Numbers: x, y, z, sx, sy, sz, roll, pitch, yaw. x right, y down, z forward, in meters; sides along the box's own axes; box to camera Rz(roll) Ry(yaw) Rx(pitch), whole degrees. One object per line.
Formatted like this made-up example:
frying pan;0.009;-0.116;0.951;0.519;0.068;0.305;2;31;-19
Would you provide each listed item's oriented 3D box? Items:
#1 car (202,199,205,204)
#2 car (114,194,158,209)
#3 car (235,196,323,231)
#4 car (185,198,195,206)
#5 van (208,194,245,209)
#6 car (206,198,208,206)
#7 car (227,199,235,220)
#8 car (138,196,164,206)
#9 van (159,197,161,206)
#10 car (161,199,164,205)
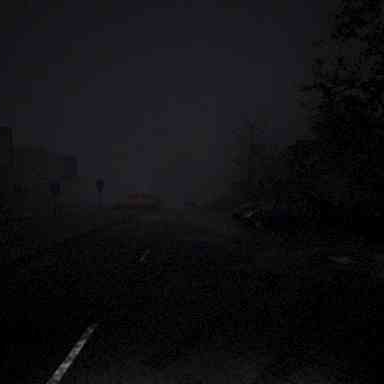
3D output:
car;4.637;1.516;60.089;5.566;2.045;2.435;0;-1;-1
car;-7.607;1.441;43.982;5.366;1.575;1.946;0;-1;-1
car;5.098;1.274;19.490;4.553;1.767;2.185;0;0;0
car;-0.347;1.754;57.021;2.033;1.411;5.357;0;-1;0
van;4.735;1.218;43.456;4.442;1.987;1.878;0;-1;-1
car;5.009;1.477;46.249;5.366;1.575;1.946;0;-1;-1
car;5.022;1.428;22.660;4.674;1.452;2.002;0;0;-1
car;-7.601;1.688;62.080;4.553;1.767;2.185;0;-1;-1
van;-7.364;1.309;49.942;4.442;1.987;1.878;0;-1;-1
car;-7.518;1.408;56.133;5.566;2.045;2.435;0;-1;-1
